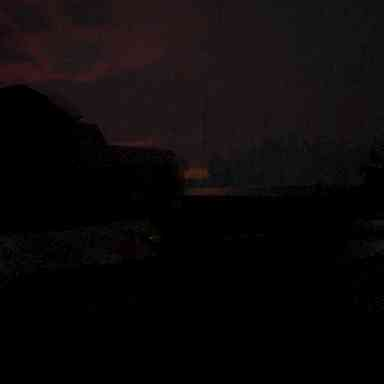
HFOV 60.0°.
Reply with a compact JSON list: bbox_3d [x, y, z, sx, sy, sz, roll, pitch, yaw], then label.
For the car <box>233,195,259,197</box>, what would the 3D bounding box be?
[{"bbox_3d":[6.073,1.364,34.383,2.150,2.045,5.566,0,0,-36],"label":"car"}]
